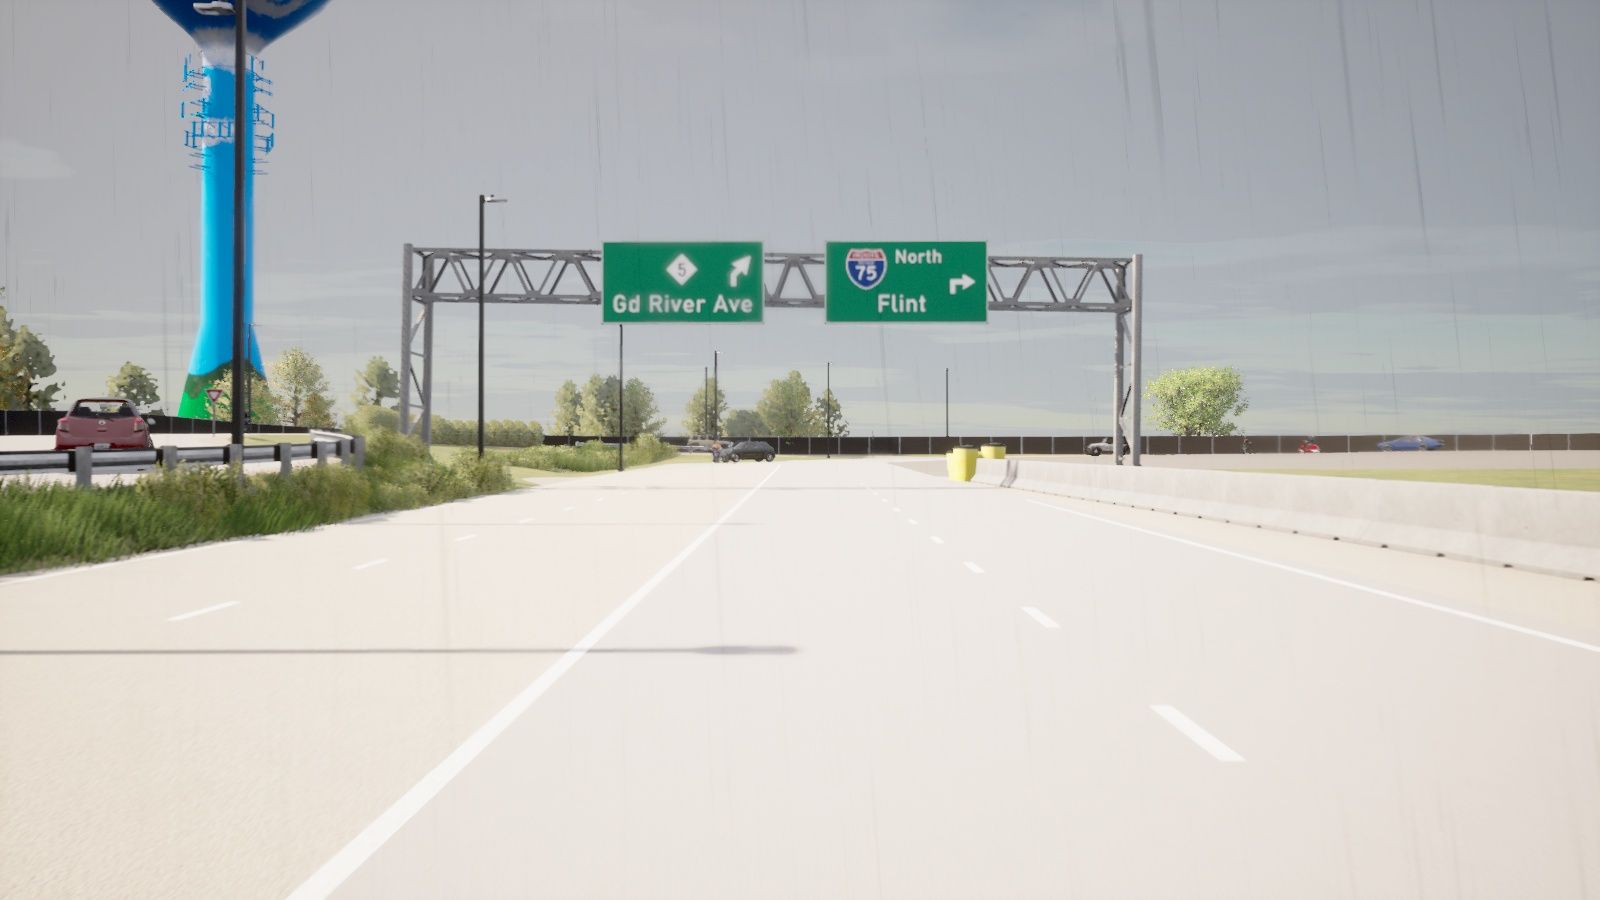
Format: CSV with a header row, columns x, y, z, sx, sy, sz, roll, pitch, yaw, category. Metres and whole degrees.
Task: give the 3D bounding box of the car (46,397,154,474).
x,y,z,sx,sy,sz,roll,pitch,yaw,category
-14.644,-0.347,26.410,1.845,1.501,3.633,0,2,-27,car
